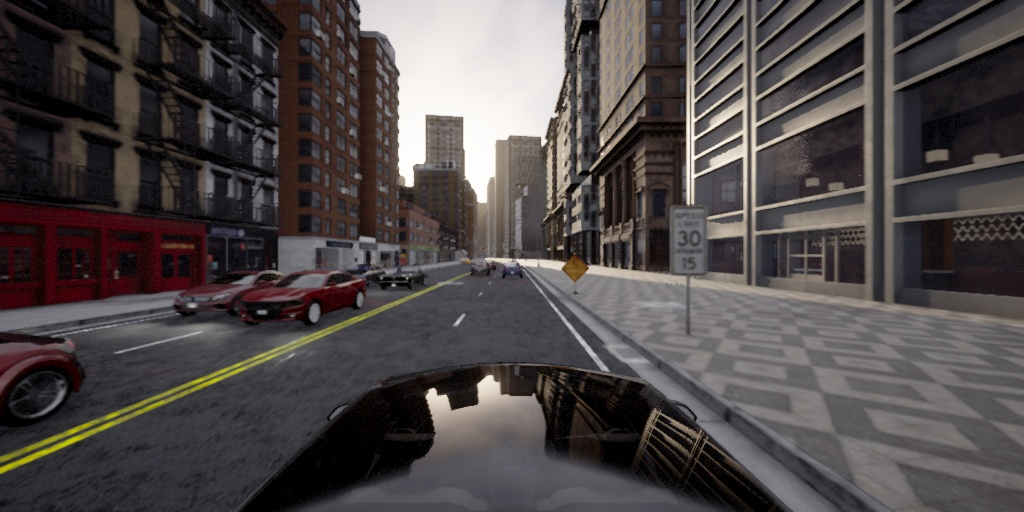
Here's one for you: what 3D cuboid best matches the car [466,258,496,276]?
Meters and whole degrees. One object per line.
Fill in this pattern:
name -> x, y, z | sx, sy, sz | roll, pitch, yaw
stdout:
car -> -3.139, 1.190, 36.761 | 2.128, 1.511, 4.902 | 0, 0, 0

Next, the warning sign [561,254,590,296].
warning sign -> 2.855, 0.844, 16.230 | 1.300, 1.860, 1.060 | 0, 0, 0

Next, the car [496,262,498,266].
car -> -3.134, 1.206, 49.657 | 1.812, 1.442, 4.674 | 0, 0, 0

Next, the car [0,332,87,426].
car -> -6.598, 1.313, 2.906 | 1.994, 1.385, 4.181 | 0, 0, 0

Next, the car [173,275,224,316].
car -> -9.848, 1.260, 13.379 | 1.812, 1.442, 4.674 | 0, 0, 0

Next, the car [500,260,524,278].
car -> 0.056, 1.229, 32.817 | 1.812, 1.442, 4.674 | 0, 0, 0

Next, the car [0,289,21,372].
car -> -9.849, 1.295, 3.770 | 2.033, 1.411, 5.357 | 0, 0, 0

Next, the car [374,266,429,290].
car -> -6.584, 1.321, 22.175 | 1.895, 1.301, 4.718 | 0, 0, 0

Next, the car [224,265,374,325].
car -> -6.596, 1.214, 11.960 | 1.882, 1.535, 5.008 | 0, 0, 0
